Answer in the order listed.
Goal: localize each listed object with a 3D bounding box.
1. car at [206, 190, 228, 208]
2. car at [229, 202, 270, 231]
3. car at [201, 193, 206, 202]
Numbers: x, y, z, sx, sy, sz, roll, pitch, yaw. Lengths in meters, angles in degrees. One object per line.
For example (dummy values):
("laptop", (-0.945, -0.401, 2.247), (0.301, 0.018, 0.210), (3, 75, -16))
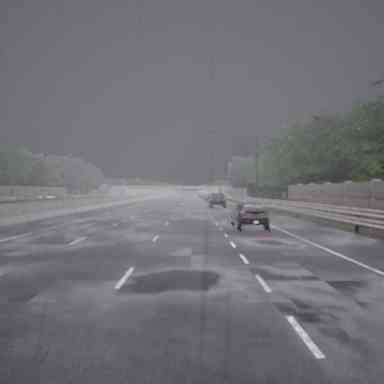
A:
("car", (3.487, 1.151, 46.586), (2.150, 2.045, 5.566), (0, 0, 0))
("car", (3.494, 1.401, 20.558), (1.837, 1.490, 4.892), (0, 0, 0))
("car", (3.480, 1.454, 73.100), (1.895, 1.301, 4.718), (0, 0, 0))
